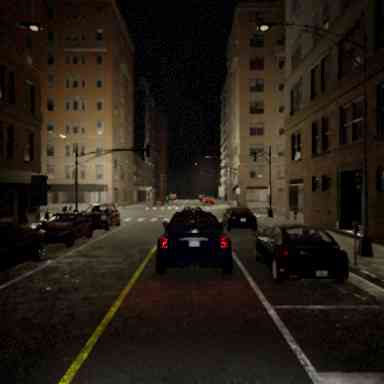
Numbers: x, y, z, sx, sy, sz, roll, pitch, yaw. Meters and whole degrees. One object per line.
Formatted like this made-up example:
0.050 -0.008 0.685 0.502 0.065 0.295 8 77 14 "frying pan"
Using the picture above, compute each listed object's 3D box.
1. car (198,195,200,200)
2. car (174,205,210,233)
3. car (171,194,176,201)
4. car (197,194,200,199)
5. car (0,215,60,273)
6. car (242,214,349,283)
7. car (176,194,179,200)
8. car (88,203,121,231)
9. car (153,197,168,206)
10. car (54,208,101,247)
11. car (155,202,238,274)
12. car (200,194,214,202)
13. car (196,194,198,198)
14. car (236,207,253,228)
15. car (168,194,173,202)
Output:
2.852 1.644 68.399 2.008 1.369 4.403 0 0 0 "car"
0.029 1.576 20.553 1.994 1.385 4.181 0 0 0 "car"
-5.658 1.675 84.460 1.752 1.417 4.829 0 0 0 "car"
2.861 1.568 79.217 1.967 1.590 4.097 0 0 0 "car"
-5.676 1.573 9.481 1.947 1.339 4.313 0 0 0 "car"
2.849 1.555 9.489 2.008 1.369 4.403 0 0 0 "car"
-5.649 1.512 95.448 2.192 1.841 5.009 0 0 0 "car"
-5.686 1.454 20.485 1.967 1.590 4.097 0 0 0 "car"
-5.684 1.652 57.587 1.802 1.307 4.206 0 0 0 "car"
-5.682 1.592 14.983 1.802 1.307 4.206 0 0 0 "car"
0.067 1.358 10.762 2.097 1.767 4.553 0 0 0 "car"
2.841 1.507 57.582 1.967 1.590 4.097 0 0 0 "car"
2.871 1.610 90.035 1.967 1.590 4.097 0 0 0 "car"
2.839 1.577 20.491 1.947 1.339 4.313 0 0 0 "car"
-5.673 1.647 68.404 2.008 1.369 4.403 0 0 0 "car"
